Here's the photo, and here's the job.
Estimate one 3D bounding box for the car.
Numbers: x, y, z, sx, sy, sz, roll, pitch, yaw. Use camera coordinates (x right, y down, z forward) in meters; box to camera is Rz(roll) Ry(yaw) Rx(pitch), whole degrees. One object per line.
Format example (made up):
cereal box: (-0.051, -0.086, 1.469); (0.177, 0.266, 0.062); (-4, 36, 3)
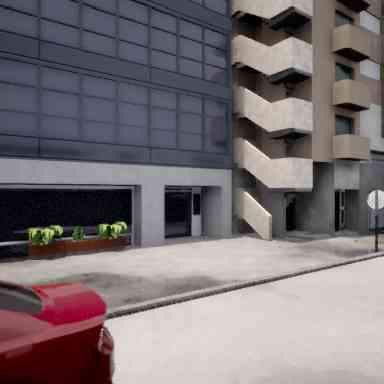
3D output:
car: (-3.091, 1.477, 2.424); (5.008, 1.535, 1.882); (0, 0, -35)
